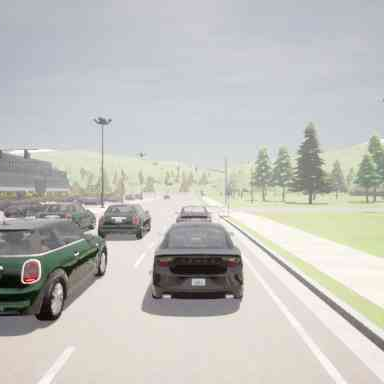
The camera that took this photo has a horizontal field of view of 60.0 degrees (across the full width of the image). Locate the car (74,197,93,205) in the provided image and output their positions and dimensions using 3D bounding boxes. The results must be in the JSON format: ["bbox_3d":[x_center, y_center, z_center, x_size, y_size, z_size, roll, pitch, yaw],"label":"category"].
[{"bbox_3d":[-19.698,1.584,60.637,1.994,1.385,4.181,0,0,0],"label":"car"}]

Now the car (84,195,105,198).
[{"bbox_3d":[-16.132,1.583,54.488,1.994,1.385,4.181,0,0,-1],"label":"car"}]

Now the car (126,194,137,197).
[{"bbox_3d":[-16.132,1.530,85.349,1.837,1.490,4.892,0,0,0],"label":"car"}]

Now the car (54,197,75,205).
[{"bbox_3d":[-23.484,1.585,61.230,1.994,1.385,4.181,0,0,5],"label":"car"}]

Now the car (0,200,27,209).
[{"bbox_3d":[-15.327,1.516,30.616,1.837,1.490,4.892,0,0,-2],"label":"car"}]

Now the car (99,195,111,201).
[{"bbox_3d":[-23.126,1.583,88.736,1.994,1.385,4.181,0,0,0],"label":"car"}]

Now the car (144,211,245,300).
[{"bbox_3d":[0.114,1.481,8.491,1.882,1.535,5.008,0,0,0],"label":"car"}]

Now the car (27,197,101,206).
[{"bbox_3d":[-6.916,1.358,18.545,2.097,1.767,4.553,0,0,0],"label":"car"}]

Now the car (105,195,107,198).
[{"bbox_3d":[-19.651,1.526,74.522,1.837,1.490,4.892,0,0,0],"label":"car"}]

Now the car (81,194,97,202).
[{"bbox_3d":[-23.150,1.381,75.022,2.097,1.767,4.553,0,0,0],"label":"car"}]

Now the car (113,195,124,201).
[{"bbox_3d":[-19.626,1.583,88.641,1.994,1.385,4.181,0,0,0],"label":"car"}]

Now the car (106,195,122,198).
[{"bbox_3d":[-16.158,1.549,70.335,1.812,1.442,4.674,0,0,0],"label":"car"}]

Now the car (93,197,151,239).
[{"bbox_3d":[-3.411,1.358,17.565,2.097,1.767,4.553,0,0,0],"label":"car"}]

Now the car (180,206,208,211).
[{"bbox_3d":[0.099,1.498,17.909,2.128,1.511,4.902,0,0,0],"label":"car"}]

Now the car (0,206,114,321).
[{"bbox_3d":[-3.387,1.355,7.442,2.097,1.767,4.553,0,0,0],"label":"car"}]
